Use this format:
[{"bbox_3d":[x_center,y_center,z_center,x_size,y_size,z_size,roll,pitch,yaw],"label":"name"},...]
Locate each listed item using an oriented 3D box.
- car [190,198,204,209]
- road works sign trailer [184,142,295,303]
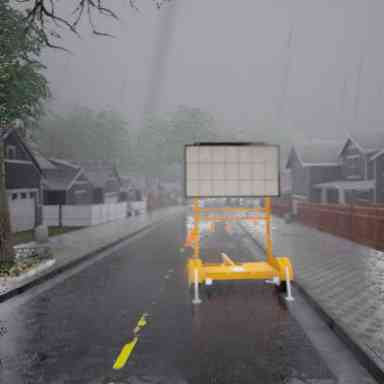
[{"bbox_3d":[0.918,1.901,57.772,2.150,2.045,5.566,-1,-1,4],"label":"car"},{"bbox_3d":[0.996,0.543,8.465,2.380,3.560,2.880,0,-1,-4],"label":"road works sign trailer"}]
